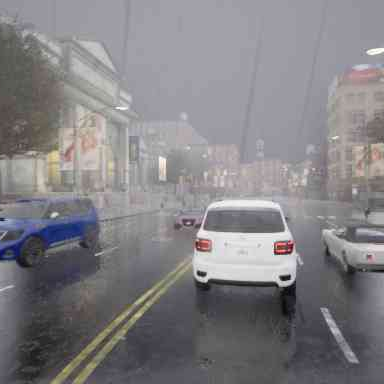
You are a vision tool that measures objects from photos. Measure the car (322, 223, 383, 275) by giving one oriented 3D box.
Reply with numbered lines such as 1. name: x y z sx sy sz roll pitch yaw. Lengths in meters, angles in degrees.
1. car: 5.309 1.601 10.170 1.895 1.301 4.718 0 0 11

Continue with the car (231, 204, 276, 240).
1. car: 3.436 1.492 18.269 2.128 1.511 4.902 0 0 12

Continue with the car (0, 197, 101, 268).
1. car: -5.324 1.220 11.790 2.150 2.045 5.566 0 0 13

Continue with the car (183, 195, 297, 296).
1. car: 1.469 1.221 8.964 2.150 2.045 5.566 0 0 11

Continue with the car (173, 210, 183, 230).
1. car: 0.236 1.566 20.566 1.994 1.385 4.181 0 0 12
